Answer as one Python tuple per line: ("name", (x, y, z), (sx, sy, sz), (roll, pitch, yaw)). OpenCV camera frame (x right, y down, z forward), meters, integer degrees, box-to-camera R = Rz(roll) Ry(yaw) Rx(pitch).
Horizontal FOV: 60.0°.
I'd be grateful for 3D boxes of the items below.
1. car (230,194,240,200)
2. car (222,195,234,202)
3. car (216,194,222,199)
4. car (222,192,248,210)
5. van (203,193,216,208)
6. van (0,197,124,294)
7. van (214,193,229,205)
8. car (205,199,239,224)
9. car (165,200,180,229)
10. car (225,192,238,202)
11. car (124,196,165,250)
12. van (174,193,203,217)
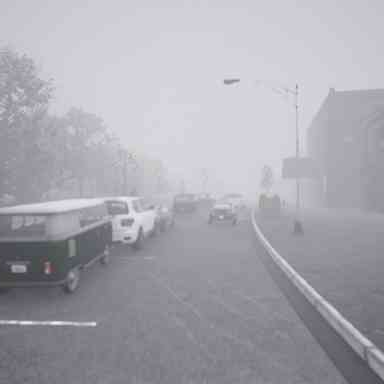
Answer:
("car", (11.052, 1.259, 84.969), (2.097, 1.535, 5.008), (0, 0, 14))
("car", (7.540, 1.360, 68.715), (2.002, 1.452, 4.674), (0, 0, 12))
("car", (2.857, 1.398, 47.048), (2.163, 1.488, 4.792), (-1, 1, 11))
("car", (5.402, 1.112, 40.854), (2.150, 2.045, 5.566), (0, 0, 12))
("van", (1.482, 1.162, 40.682), (1.878, 1.987, 4.442), (-1, 1, 10))
("van", (-3.384, 1.228, 8.806), (1.878, 1.987, 4.442), (-1, 1, 2))
("van", (5.226, 1.129, 57.990), (1.878, 1.987, 4.442), (0, 0, 14))
("car", (2.268, 1.464, 24.010), (1.812, 1.442, 4.674), (0, 0, 9))
("car", (-2.255, 1.480, 19.812), (2.002, 1.452, 4.674), (-1, 1, 7))
("car", (8.962, 1.062, 75.308), (2.435, 2.045, 5.566), (0, 0, 13))
("car", (-2.921, 1.197, 14.290), (2.435, 2.045, 5.566), (-1, 1, 3))
("van", (-0.470, 1.189, 30.923), (1.878, 1.987, 4.442), (-1, 1, 10))
